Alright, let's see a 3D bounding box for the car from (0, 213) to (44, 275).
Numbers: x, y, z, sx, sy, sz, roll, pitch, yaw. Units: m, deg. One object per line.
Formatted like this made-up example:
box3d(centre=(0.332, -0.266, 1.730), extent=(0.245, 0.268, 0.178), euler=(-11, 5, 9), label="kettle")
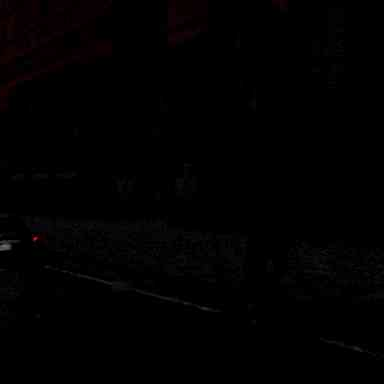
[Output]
box3d(centre=(-6.135, 1.348, 9.263), extent=(4.553, 1.767, 2.097), euler=(0, 0, 38), label="car")
